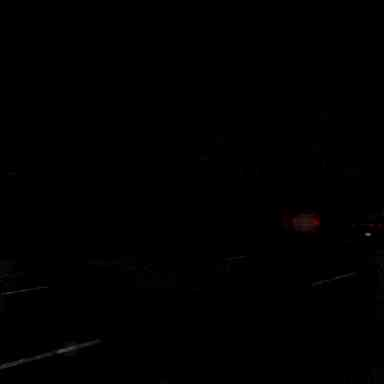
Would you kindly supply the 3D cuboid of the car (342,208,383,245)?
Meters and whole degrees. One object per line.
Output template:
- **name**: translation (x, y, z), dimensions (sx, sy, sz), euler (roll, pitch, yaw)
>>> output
- **car**: translation (8.796, 1.477, 14.240), dimensions (5.008, 1.535, 1.882), euler (0, 0, -35)

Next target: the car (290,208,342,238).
- **car**: translation (7.522, 1.547, 17.627), dimensions (5.357, 1.411, 2.033), euler (0, 0, -35)
